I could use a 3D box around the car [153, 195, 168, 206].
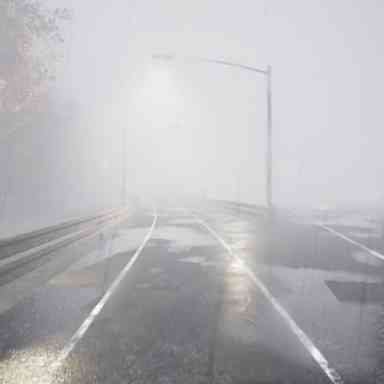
[{"bbox_3d":[-5.021,1.527,55.520,1.812,1.442,4.674,0,0,-10],"label":"car"}]

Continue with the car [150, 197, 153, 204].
[{"bbox_3d":[-7.006,1.350,65.628,2.097,1.767,4.553,0,0,-12],"label":"car"}]
